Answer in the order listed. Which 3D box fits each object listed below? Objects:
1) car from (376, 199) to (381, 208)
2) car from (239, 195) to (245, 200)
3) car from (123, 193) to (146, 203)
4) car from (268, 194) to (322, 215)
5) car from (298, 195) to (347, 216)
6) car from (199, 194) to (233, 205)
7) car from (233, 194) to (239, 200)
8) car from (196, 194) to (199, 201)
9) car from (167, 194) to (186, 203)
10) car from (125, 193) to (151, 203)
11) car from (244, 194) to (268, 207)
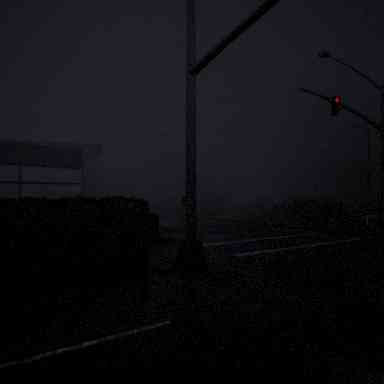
[{"bbox_3d":[25.558,1.384,43.145,3.806,1.475,1.970,0,0,-35],"label":"car"},{"bbox_3d":[13.408,1.154,72.866,5.027,1.636,2.152,0,0,-35],"label":"car"},{"bbox_3d":[-10.947,1.077,63.607,3.866,1.878,1.905,0,0,-35],"label":"car"},{"bbox_3d":[10.200,1.330,32.534,5.027,1.636,2.152,0,0,-35],"label":"car"},{"bbox_3d":[12.047,1.340,29.998,4.514,1.523,2.007,0,0,-35],"label":"car"},{"bbox_3d":[3.959,1.298,54.839,4.514,1.523,2.007,0,0,-35],"label":"car"},{"bbox_3d":[9.454,1.232,77.931,3.806,1.475,1.970,0,0,-35],"label":"car"},{"bbox_3d":[1.581,1.298,76.875,4.514,1.523,2.007,0,0,-35],"label":"car"},{"bbox_3d":[-2.620,1.097,65.441,4.605,1.855,1.932,0,0,-35],"label":"car"},{"bbox_3d":[-9.536,1.361,60.535,3.806,1.475,1.970,0,0,-35],"label":"car"},{"bbox_3d":[9.669,1.320,46.639,3.633,1.501,1.845,0,0,-35],"label":"car"}]
